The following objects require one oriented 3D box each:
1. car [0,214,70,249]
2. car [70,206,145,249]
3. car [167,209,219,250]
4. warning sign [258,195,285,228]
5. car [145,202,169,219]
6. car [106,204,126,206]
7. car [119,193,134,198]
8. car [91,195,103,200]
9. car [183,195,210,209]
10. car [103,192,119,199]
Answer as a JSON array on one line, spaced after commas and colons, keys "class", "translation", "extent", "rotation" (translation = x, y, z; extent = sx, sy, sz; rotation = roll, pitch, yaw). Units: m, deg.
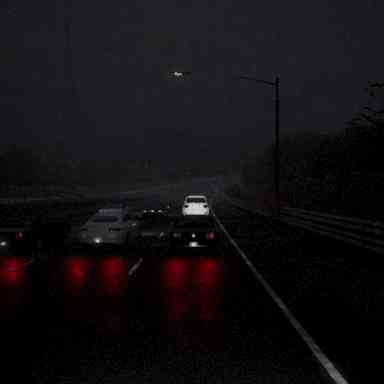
[{"class": "car", "translation": [-6.906, 1.622, 14.493], "extent": [1.895, 1.301, 4.718], "rotation": [0, 0, 1]}, {"class": "car", "translation": [-3.407, 1.540, 14.419], "extent": [1.812, 1.442, 4.674], "rotation": [0, 0, 1]}, {"class": "car", "translation": [0.093, 1.626, 14.405], "extent": [1.895, 1.301, 4.718], "rotation": [0, 0, 1]}, {"class": "warning sign", "translation": [4.767, 1.144, 19.960], "extent": [1.300, 1.860, 1.060], "rotation": [2, 2, 1]}, {"class": "car", "translation": [-3.125, 1.620, 29.320], "extent": [2.033, 1.411, 5.357], "rotation": [0, 0, 1]}, {"class": "car", "translation": [-6.623, 1.670, 29.438], "extent": [1.895, 1.301, 4.718], "rotation": [0, 0, 1]}, {"class": "car", "translation": [-14.925, 1.203, 77.879], "extent": [2.097, 1.767, 4.553], "rotation": [0, 0, 4]}, {"class": "car", "translation": [-21.911, 1.369, 78.327], "extent": [2.033, 1.411, 5.357], "rotation": [0, 0, 4]}, {"class": "car", "translation": [0.375, 1.318, 29.260], "extent": [2.150, 2.045, 5.566], "rotation": [0, 0, 1]}, {"class": "car", "translation": [-18.421, 1.064, 78.057], "extent": [2.150, 2.045, 5.566], "rotation": [0, 0, 4]}]
